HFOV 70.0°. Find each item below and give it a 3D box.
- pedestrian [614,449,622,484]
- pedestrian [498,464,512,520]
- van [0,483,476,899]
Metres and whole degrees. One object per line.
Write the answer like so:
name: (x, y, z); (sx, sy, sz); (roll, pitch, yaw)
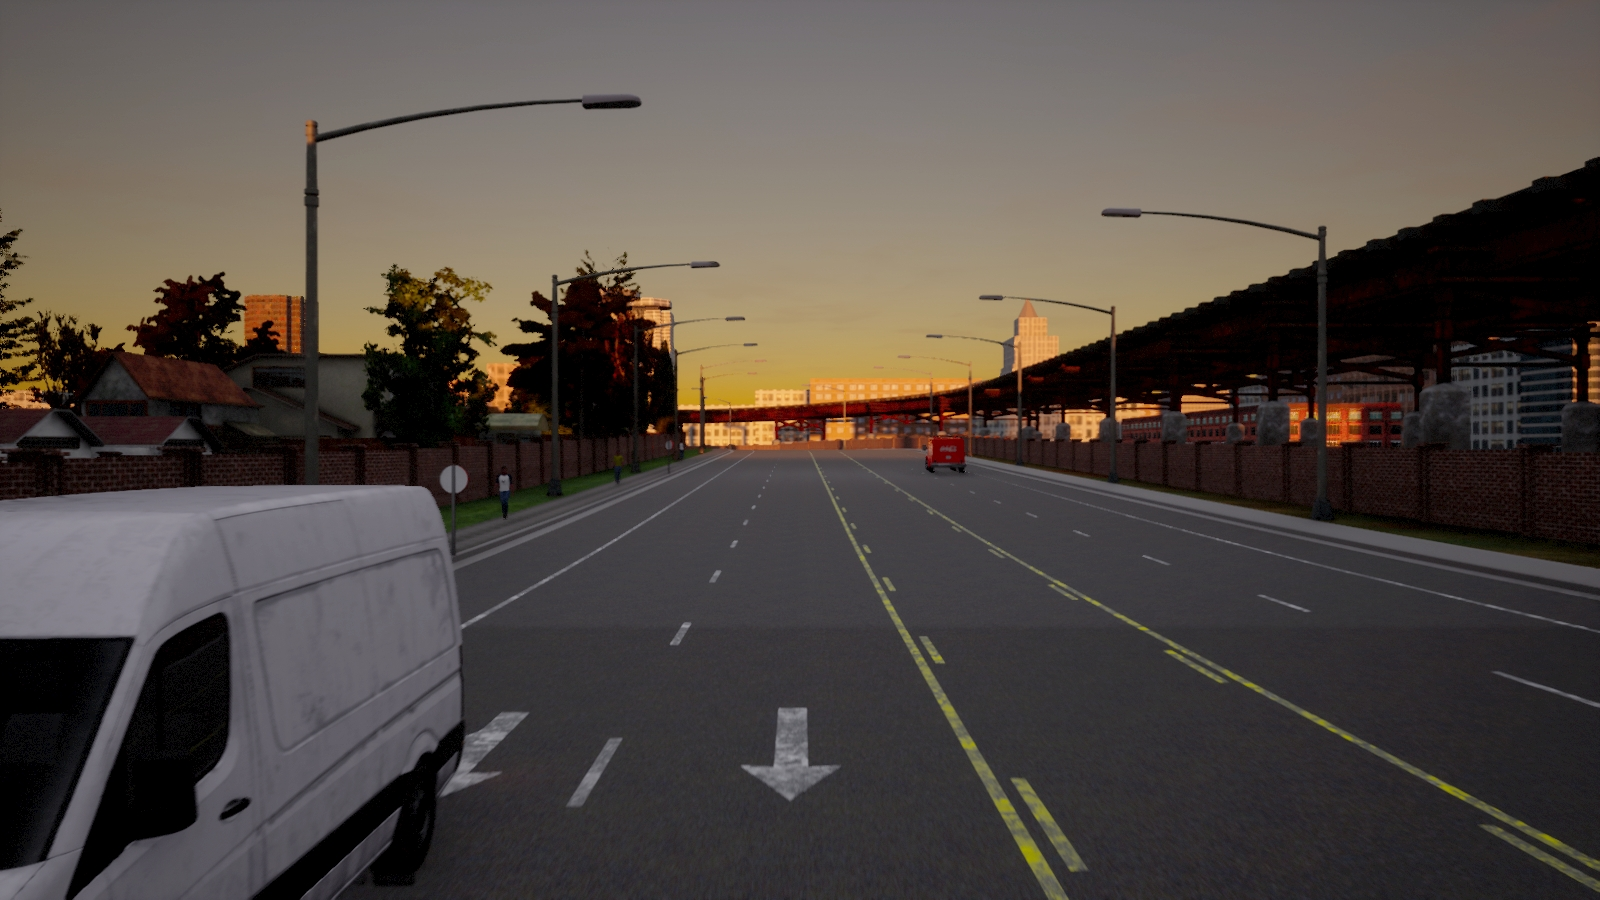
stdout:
pedestrian: (-9.793, 0.900, 61.388); (0.375, 1.860, 0.375); (0, 0, -1)
pedestrian: (-9.892, 1.410, 38.346); (0.375, 1.860, 0.375); (0, 0, -3)
van: (-3.509, 1.534, 5.920); (1.988, 2.561, 5.915); (0, 0, 0)
